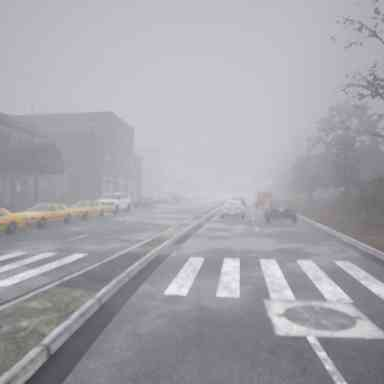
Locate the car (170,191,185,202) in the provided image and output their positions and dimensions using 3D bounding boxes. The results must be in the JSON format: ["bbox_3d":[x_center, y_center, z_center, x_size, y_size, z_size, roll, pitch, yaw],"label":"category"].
[{"bbox_3d":[-3.491,0.890,59.774,2.435,2.045,5.566,0,0,9],"label":"car"}]

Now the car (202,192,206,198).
[{"bbox_3d":[1.519,0.694,92.417,2.435,2.045,5.566,0,0,9],"label":"car"}]

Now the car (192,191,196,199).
[{"bbox_3d":[-1.018,1.042,75.880,1.946,1.575,5.366,0,0,9],"label":"car"}]

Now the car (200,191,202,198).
[{"bbox_3d":[0.659,0.976,86.802,1.946,1.575,5.366,0,0,9],"label":"car"}]

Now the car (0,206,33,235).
[{"bbox_3d":[-10.250,1.405,15.812,1.946,1.575,5.366,0,0,9],"label":"car"}]

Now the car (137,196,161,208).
[{"bbox_3d":[-6.009,1.269,43.391,2.163,1.488,4.792,0,0,9],"label":"car"}]

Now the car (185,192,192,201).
[{"bbox_3d":[-2.116,1.087,69.096,2.231,1.521,4.892,0,0,9],"label":"car"}]

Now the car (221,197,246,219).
[{"bbox_3d":[3.453,1.376,27.765,1.812,1.442,4.674,0,0,10],"label":"car"}]

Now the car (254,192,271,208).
[{"bbox_3d":[9.053,0.967,41.945,2.150,2.045,5.566,0,1,9],"label":"car"}]

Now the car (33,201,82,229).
[{"bbox_3d":[-9.402,1.370,21.270,1.946,1.575,5.366,0,0,9],"label":"car"}]

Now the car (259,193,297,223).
[{"bbox_3d":[6.286,1.205,24.319,2.097,1.767,4.553,0,0,9],"label":"car"}]

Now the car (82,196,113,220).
[{"bbox_3d":[-8.564,1.337,26.730,1.946,1.575,5.366,0,0,9],"label":"car"}]

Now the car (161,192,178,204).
[{"bbox_3d":[-4.323,1.175,54.349,2.231,1.521,4.892,0,0,9],"label":"car"}]

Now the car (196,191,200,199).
[{"bbox_3d":[-0.147,0.885,81.554,2.185,1.767,4.553,0,0,9],"label":"car"}]

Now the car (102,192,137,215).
[{"bbox_3d":[-7.681,1.054,32.470,2.435,2.045,5.566,0,0,9],"label":"car"}]
